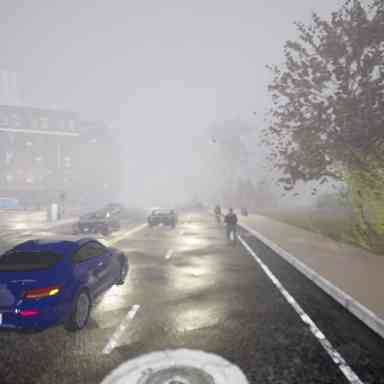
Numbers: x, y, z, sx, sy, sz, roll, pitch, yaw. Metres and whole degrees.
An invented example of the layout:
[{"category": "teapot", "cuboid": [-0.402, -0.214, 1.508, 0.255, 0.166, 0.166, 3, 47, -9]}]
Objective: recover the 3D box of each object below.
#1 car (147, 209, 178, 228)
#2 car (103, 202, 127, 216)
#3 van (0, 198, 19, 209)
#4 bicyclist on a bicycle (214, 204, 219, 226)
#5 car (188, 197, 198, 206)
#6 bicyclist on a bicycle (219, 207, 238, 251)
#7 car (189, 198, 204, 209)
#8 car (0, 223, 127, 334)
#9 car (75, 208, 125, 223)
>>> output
[{"category": "car", "cuboid": [-2.086, 1.937, 24.999, 1.895, 1.301, 4.718, -1, -1, 1]}, {"category": "car", "cuboid": [-8.611, 1.899, 36.666, 2.097, 1.767, 4.553, -1, -1, 1]}, {"category": "van", "cuboid": [-29.865, 1.867, 53.358, 3.998, 1.788, 1.690, 1, -2, -30]}, {"category": "bicyclist on a bicycle", "cuboid": [1.960, 1.750, 25.210, 0.582, 1.620, 1.656, -1, -1, 1]}, {"category": "car", "cuboid": [0.353, 2.125, 73.943, 2.150, 2.045, 5.566, -1, -1, -3]}, {"category": "bicyclist on a bicycle", "cuboid": [1.649, 1.533, 14.163, 0.659, 1.776, 1.843, -1, 0, 2]}, {"category": "car", "cuboid": [1.021, 2.274, 58.538, 1.994, 1.385, 4.181, -1, -1, -1]}, {"category": "car", "cuboid": [-2.697, 1.642, 6.969, 1.812, 1.442, 4.674, -1, -1, 3]}, {"category": "car", "cuboid": [-5.662, 1.875, 19.941, 1.994, 1.385, 4.181, -1, -1, 2]}]
